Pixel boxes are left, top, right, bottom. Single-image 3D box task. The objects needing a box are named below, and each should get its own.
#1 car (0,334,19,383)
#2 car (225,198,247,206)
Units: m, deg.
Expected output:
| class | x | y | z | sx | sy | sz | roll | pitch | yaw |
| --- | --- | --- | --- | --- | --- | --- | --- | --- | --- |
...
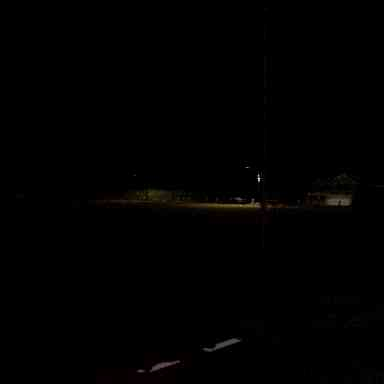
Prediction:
| class | x | y | z | sx | sy | sz | roll | pitch | yaw |
| --- | --- | --- | --- | --- | --- | --- | --- | --- | --- |
| car | -2.911 | 1.332 | 0.990 | 4.553 | 1.767 | 2.097 | 1 | 0 | -36 |
| car | 8.419 | 1.813 | 63.789 | 2.128 | 1.511 | 4.902 | 3 | -2 | -35 |
